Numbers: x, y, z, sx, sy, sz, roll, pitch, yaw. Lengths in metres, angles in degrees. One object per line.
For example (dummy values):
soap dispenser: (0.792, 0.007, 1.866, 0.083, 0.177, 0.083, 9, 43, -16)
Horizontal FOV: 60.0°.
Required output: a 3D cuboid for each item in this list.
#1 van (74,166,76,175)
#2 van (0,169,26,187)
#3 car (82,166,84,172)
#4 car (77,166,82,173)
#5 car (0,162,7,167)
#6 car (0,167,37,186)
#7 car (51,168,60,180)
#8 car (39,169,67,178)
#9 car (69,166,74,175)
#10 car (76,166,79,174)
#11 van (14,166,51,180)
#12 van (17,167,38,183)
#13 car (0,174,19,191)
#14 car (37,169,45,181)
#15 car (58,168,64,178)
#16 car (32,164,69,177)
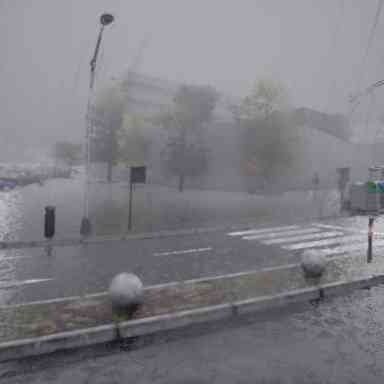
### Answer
van: (-29.608, -4.809, 76.017, 4.442, 1.987, 1.878, 1, 5, -31)
van: (-23.220, -1.469, 40.696, 4.442, 1.987, 1.878, 1, 5, -30)
car: (-31.277, -5.390, 84.846, 5.366, 1.575, 1.946, 1, 5, -31)
car: (-30.830, -5.378, 81.822, 5.566, 2.045, 2.435, 1, 5, -31)
car: (-48.930, -6.052, 81.486, 5.008, 1.535, 2.097, -1, 6, -31)
car: (-23.843, -1.773, 43.558, 5.566, 2.045, 2.435, 1, 6, -30)
car: (-26.374, -2.909, 58.331, 4.892, 1.521, 2.231, 1, 6, -30)
car: (-28.007, -3.748, 67.182, 4.892, 1.521, 2.231, 1, 5, -31)
car: (-28.531, -4.278, 70.115, 5.566, 2.045, 2.435, 1, 5, -31)
car: (-30.455, -4.865, 78.803, 5.366, 1.575, 1.946, 1, 5, -31)
van: (-25.236, -2.578, 52.479, 4.442, 1.987, 1.878, 1, 5, -30)
van: (-24.423, -2.026, 46.460, 4.442, 1.987, 1.878, 1, 6, -30)
car: (-22.837, -0.970, 37.710, 5.008, 1.535, 2.097, 1, 5, -30)
car: (-24.863, -2.203, 49.464, 4.553, 1.767, 2.185, 1, 5, -30)
car: (-26.891, -3.160, 61.297, 4.792, 1.488, 2.163, 1, 5, -30)
car: (-27.412, -3.719, 64.227, 5.566, 2.045, 2.435, 1, 5, -31)
